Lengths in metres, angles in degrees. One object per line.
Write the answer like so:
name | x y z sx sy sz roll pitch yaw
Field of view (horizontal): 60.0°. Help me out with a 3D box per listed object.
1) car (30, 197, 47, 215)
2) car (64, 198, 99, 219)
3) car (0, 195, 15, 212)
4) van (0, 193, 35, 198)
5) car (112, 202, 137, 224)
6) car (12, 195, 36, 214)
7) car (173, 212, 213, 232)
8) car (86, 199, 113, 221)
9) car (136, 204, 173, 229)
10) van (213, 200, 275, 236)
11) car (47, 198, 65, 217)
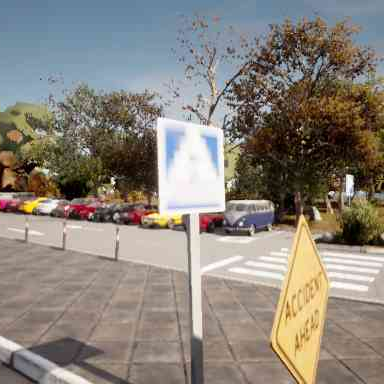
car | -12.340 1.452 31.521 2.002 1.452 4.674 1 1 35
car | -7.812 1.497 28.310 2.097 1.535 5.008 1 1 35
car | -16.866 1.368 34.738 2.002 1.452 4.674 1 1 35
van | -19.054 1.060 36.441 1.878 1.987 4.442 1 1 35
car | -3.277 1.614 25.113 2.163 1.488 4.792 1 1 35
car | -14.603 1.369 33.127 2.097 1.535 5.008 1 1 35
car | 1.247 1.701 21.896 2.163 1.488 4.792 1 1 35
car | -5.558 1.542 26.692 2.231 1.521 4.892 1 1 35
car | -1.141 1.625 23.330 1.946 1.575 5.366 1 1 35
van | 3.425 1.490 20.167 1.878 1.987 4.442 1 1 35
car | -10.057 1.329 29.938 2.185 1.767 4.553 1 1 35
